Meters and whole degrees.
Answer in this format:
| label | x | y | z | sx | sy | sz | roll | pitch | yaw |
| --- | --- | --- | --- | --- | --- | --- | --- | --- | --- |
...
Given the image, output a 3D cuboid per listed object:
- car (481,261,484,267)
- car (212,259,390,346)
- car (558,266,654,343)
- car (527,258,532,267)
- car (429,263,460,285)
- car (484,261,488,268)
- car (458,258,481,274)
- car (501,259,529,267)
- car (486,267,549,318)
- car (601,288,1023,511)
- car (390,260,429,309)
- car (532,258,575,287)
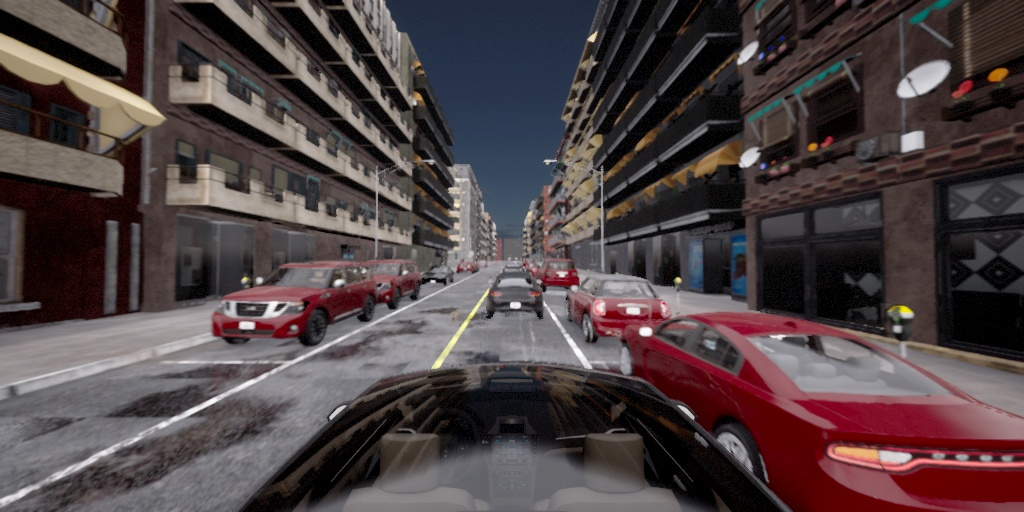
| label | x | y | z | sx | sy | sz | roll | pitch | yaw |
| --- | --- | --- | --- | --- | --- | --- | --- | --- | --- |
| car | -5.311 | 1.385 | 48.396 | 1.888 | 1.381 | 4.507 | 0 | 0 | 0 |
| car | -5.314 | 1.072 | 9.684 | 2.192 | 1.841 | 5.009 | 0 | 0 | 0 |
| car | 2.576 | 1.198 | 9.623 | 1.967 | 1.591 | 4.097 | 0 | 0 | 0 |
| car | 2.536 | 1.233 | 31.747 | 1.967 | 1.591 | 4.097 | 0 | 0 | 0 |
| car | -5.312 | 1.347 | 26.276 | 1.948 | 1.339 | 4.313 | 0 | 0 | 0 |
| car | -5.309 | 1.486 | 64.989 | 1.802 | 1.307 | 4.207 | 0 | 0 | 0 |
| car | -5.311 | 1.137 | 42.865 | 2.192 | 1.841 | 5.009 | 0 | 0 | 0 |
| car | 0.103 | 1.282 | 30.375 | 2.128 | 1.511 | 4.902 | 0 | 0 | 0 |
| car | 0.101 | 1.287 | 12.877 | 1.812 | 1.442 | 4.674 | 0 | 0 | 0 |
| car | 2.568 | 1.297 | 4.091 | 1.888 | 1.381 | 4.507 | 0 | 0 | 0 |
| car | -5.314 | 1.079 | 15.214 | 2.192 | 1.841 | 5.009 | 0 | 0 | 0 |
| car | 2.535 | 1.086 | 20.684 | 2.192 | 1.841 | 5.009 | 0 | 0 | 0 |
